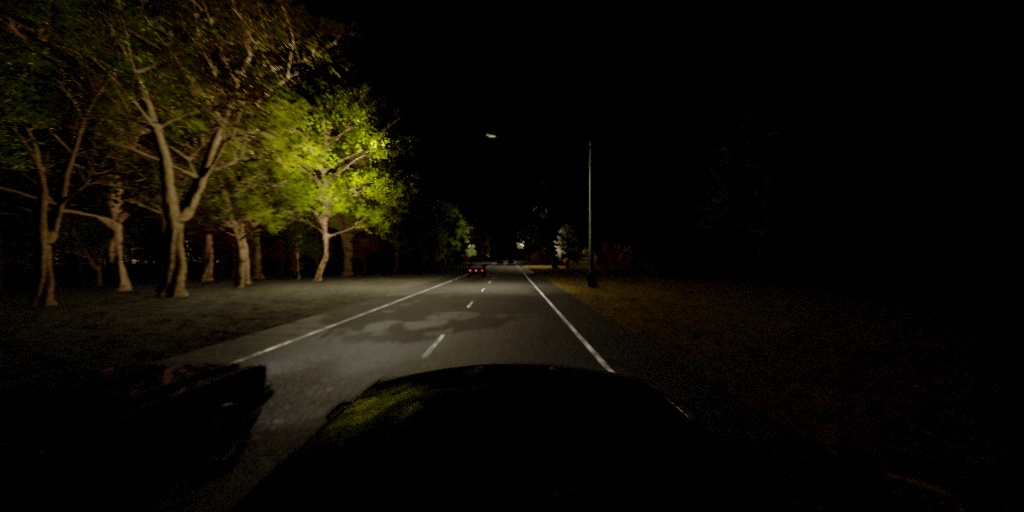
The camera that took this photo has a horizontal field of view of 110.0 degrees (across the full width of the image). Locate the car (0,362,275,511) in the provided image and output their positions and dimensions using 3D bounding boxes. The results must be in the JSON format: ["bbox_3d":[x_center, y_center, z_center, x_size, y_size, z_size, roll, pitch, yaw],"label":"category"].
[{"bbox_3d":[-3.499,1.346,1.741,1.895,1.301,4.718,0,0,0],"label":"car"}]

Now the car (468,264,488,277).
[{"bbox_3d":[-3.641,1.531,38.712,2.033,1.411,5.357,0,0,0],"label":"car"}]
